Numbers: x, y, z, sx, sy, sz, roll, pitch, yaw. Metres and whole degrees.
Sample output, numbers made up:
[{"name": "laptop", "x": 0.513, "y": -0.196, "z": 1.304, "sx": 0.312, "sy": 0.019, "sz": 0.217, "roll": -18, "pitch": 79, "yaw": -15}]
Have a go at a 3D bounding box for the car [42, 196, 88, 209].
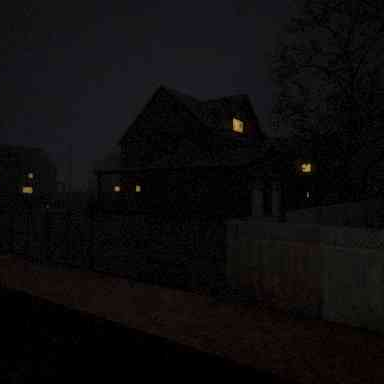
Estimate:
[{"name": "car", "x": -13.568, "y": 1.097, "z": 35.965, "sx": 1.895, "sy": 1.301, "sz": 4.718, "roll": 1, "pitch": 2, "yaw": 35}]
